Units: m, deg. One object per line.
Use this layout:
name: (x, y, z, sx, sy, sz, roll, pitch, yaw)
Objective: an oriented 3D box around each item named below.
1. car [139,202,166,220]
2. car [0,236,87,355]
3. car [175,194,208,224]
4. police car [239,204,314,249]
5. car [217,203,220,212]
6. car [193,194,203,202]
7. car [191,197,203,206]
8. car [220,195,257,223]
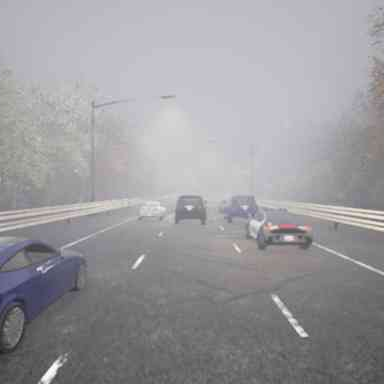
car: (-3.199, 1.522, 27.570, 1.812, 1.442, 4.674, 0, 0, 1)
car: (-3.380, 1.525, 5.945, 1.812, 1.442, 4.674, 0, 0, 0)
car: (-0.047, 1.221, 24.820, 2.150, 2.045, 5.566, 0, 0, 2)
police car: (3.558, 1.505, 14.565, 2.038, 1.542, 4.974, 0, 0, 0)
car: (3.834, 1.543, 36.473, 2.033, 1.411, 5.357, 0, 0, 1)
car: (1.360, 1.330, 74.909, 2.097, 1.767, 4.553, 0, 0, 2)
car: (0.887, 1.587, 57.174, 1.895, 1.301, 4.718, 0, 0, 2)
car: (3.668, 1.219, 25.549, 2.150, 2.045, 5.566, 0, 0, 1)
